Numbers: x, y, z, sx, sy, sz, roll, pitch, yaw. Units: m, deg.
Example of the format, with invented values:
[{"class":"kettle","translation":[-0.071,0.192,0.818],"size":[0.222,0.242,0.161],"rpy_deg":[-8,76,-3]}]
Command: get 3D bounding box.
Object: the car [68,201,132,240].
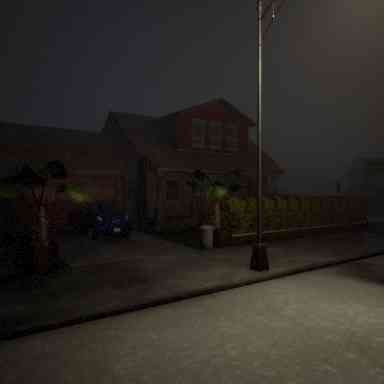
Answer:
[{"class":"car","translation":[-4.076,1.174,14.562],"size":[1.845,1.501,3.633],"rpy_deg":[0,0,-38]}]
